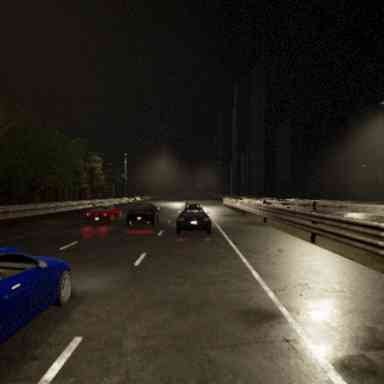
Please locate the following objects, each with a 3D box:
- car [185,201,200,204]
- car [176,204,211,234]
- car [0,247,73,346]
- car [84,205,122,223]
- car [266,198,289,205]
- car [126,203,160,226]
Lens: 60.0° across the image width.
[{"bbox_3d":[0.095,1.713,40.645,1.895,1.301,4.718,0,0,0],"label":"car"},{"bbox_3d":[0.098,1.612,19.778,1.994,1.385,4.181,0,0,0],"label":"car"},{"bbox_3d":[-3.402,1.537,5.063,1.812,1.442,4.674,0,0,0],"label":"car"},{"bbox_3d":[-6.911,1.668,26.381,1.895,1.301,4.718,0,0,0],"label":"car"},{"bbox_3d":[12.952,1.714,50.888,2.128,1.511,4.902,0,0,-16],"label":"car"},{"bbox_3d":[-3.404,1.538,23.872,1.882,1.535,5.008,0,0,0],"label":"car"}]
